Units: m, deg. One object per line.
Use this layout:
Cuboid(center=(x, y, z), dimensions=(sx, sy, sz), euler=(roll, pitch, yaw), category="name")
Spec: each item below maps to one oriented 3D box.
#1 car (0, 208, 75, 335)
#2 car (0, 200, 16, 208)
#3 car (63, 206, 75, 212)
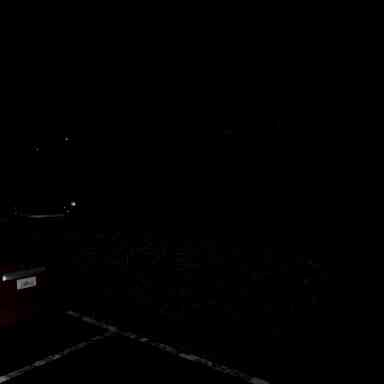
Cuboid(center=(-4.171, 1.316, 5.927), dimensions=(5.009, 1.841, 2.192), euler=(0, -1, 36), category="car")
Cuboid(center=(-18.271, 1.502, 29.784), dimensions=(2.097, 1.767, 4.553), euler=(-1, -1, 37), category="car")
Cuboid(center=(-12.196, 1.837, 37.970), dimensions=(1.895, 1.301, 4.718), euler=(-1, -1, 36), category="car")
